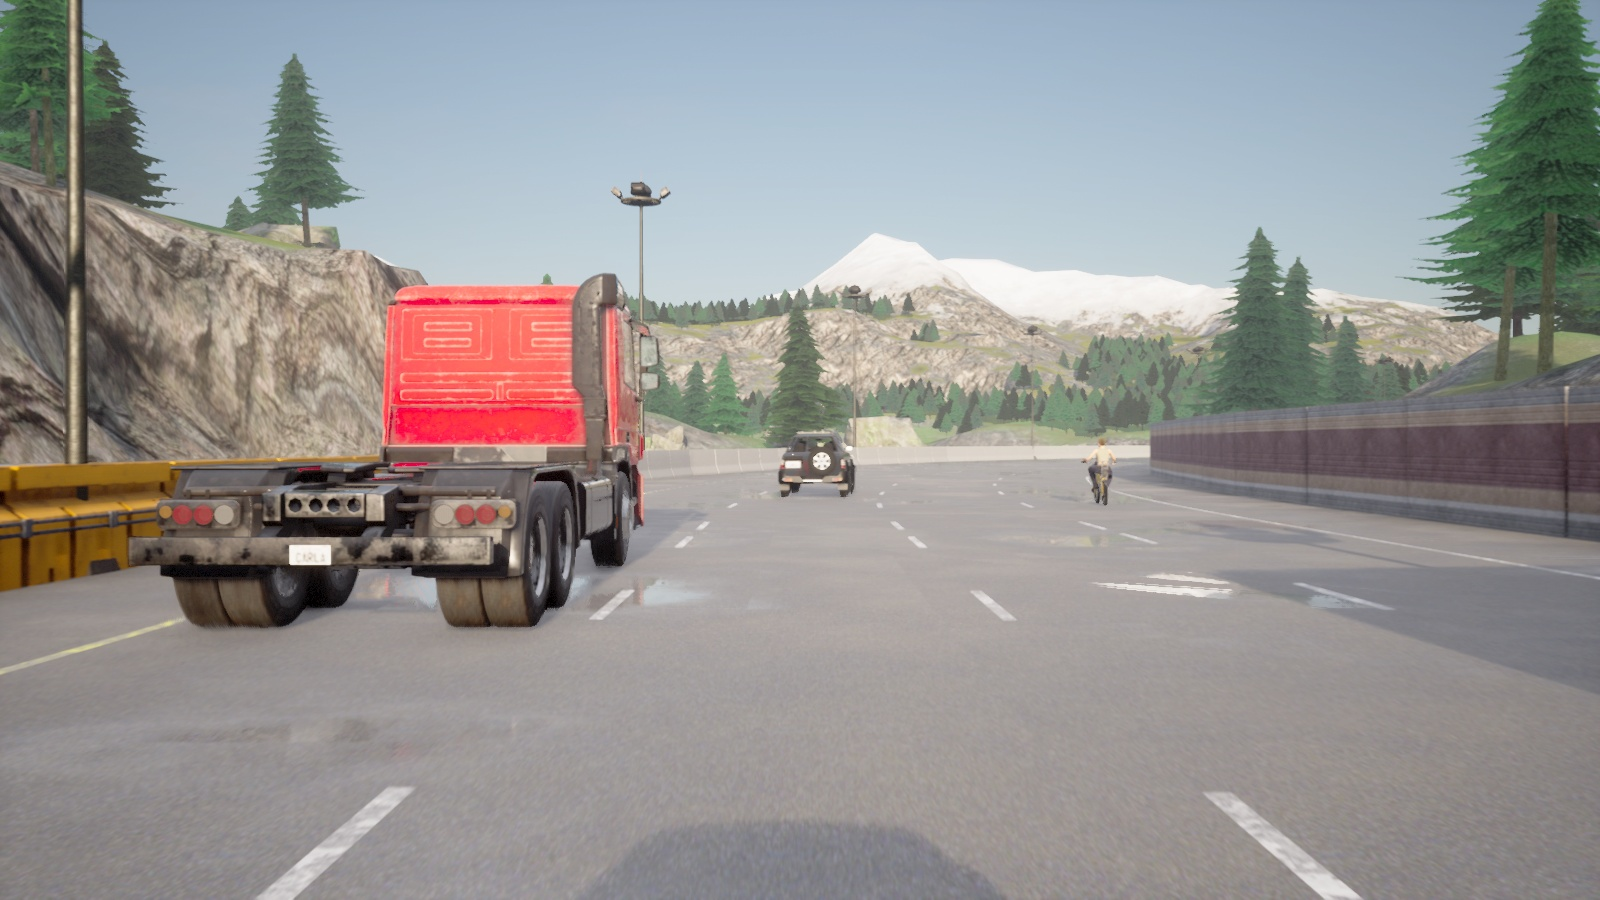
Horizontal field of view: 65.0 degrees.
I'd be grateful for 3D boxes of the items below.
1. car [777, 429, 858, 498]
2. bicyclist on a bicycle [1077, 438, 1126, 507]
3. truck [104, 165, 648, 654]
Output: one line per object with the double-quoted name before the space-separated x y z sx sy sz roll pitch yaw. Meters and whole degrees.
"car" 0.576 0.363 36.205 1.932 1.855 4.605 0 0 6
"bicyclist on a bicycle" 7.208 0.522 30.057 0.866 1.612 1.509 0 0 3
"truck" -3.484 -0.309 12.867 2.891 3.462 7.936 0 0 0
